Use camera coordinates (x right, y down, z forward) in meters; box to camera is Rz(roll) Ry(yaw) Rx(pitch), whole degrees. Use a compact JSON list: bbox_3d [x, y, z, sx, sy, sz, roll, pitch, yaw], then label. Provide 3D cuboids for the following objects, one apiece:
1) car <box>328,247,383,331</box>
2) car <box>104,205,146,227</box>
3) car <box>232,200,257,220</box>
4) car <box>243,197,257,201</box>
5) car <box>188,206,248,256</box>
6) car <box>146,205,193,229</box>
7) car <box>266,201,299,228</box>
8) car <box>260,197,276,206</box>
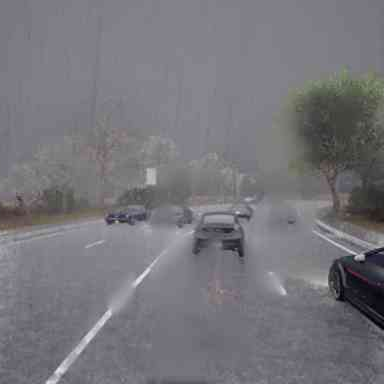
[{"bbox_3d":[3.920,1.594,5.683,1.994,1.385,4.181,0,0,3],"label":"car"},{"bbox_3d":[-4.432,1.643,23.719,1.895,1.301,4.718,0,0,12],"label":"car"},{"bbox_3d":[4.311,1.660,29.159,1.994,1.385,4.181,0,0,15],"label":"car"},{"bbox_3d":[10.629,1.723,61.912,1.812,1.442,4.674,0,0,31],"label":"car"},{"bbox_3d":[1.150,1.546,13.456,1.837,1.490,4.892,0,0,7],"label":"car"},{"bbox_3d":[-1.130,1.601,22.573,2.033,1.411,5.357,0,0,12],"label":"car"},{"bbox_3d":[6.376,1.638,23.255,2.033,1.411,5.357,0,0,13],"label":"car"},{"bbox_3d":[14.018,1.720,60.753,1.837,1.490,4.892,0,0,32],"label":"car"}]
